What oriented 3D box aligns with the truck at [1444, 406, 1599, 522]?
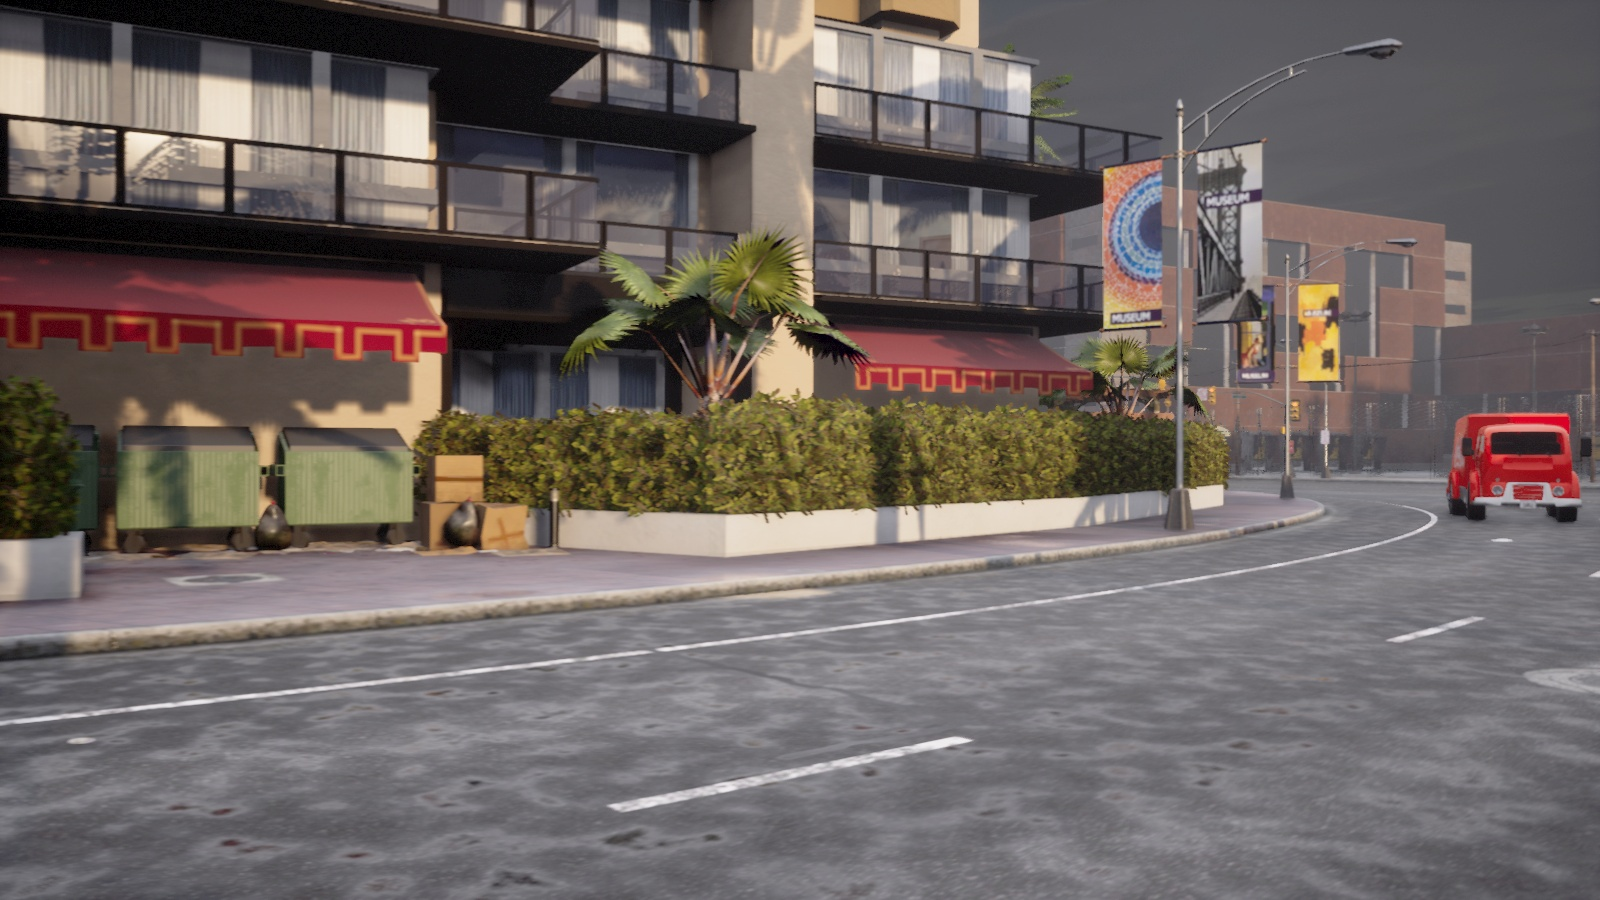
[{"bbox_3d":[16.856,0.307,29.633,2.627,2.467,5.204,0,0,24],"label":"truck"}]
